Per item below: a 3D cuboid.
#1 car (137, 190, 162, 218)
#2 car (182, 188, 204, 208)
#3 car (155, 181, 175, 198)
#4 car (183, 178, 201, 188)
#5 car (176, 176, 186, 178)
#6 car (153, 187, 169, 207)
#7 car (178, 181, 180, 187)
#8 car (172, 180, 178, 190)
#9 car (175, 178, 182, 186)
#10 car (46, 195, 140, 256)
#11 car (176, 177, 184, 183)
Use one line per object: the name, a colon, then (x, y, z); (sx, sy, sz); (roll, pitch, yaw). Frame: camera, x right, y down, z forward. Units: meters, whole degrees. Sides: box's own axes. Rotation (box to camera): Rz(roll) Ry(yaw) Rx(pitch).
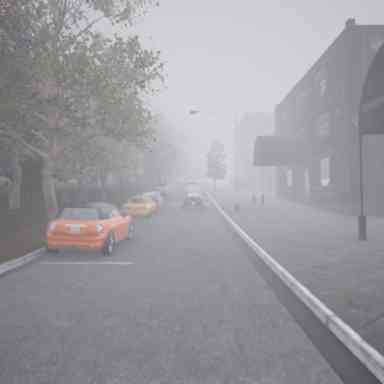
car: (-3.627, 0.914, 23.697); (1.946, 1.575, 5.366); (1, 2, 2)
car: (0.104, 0.666, 30.514); (1.812, 1.442, 4.674); (0, 3, 0)
car: (-3.649, -0.067, 40.545); (2.185, 1.767, 4.553); (0, 3, 2)
car: (0.107, -0.697, 48.933); (2.150, 2.045, 5.566); (0, 3, 0)
car: (-3.641, -2.959, 90.627); (2.097, 1.535, 5.008); (0, 3, 2)
car: (-3.630, 0.676, 29.432); (2.231, 1.521, 4.892); (1, 3, 2)
car: (-3.646, -0.602, 51.700); (2.231, 1.521, 4.892); (0, 3, 2)
car: (-3.649, -0.396, 46.106); (2.185, 1.767, 4.553); (0, 3, 2)
car: (-3.637, -1.283, 63.014); (1.946, 1.575, 5.366); (0, 3, 2)
car: (-3.626, 1.160, 12.678); (2.185, 1.767, 4.553); (2, 2, 2)
car: (-3.642, -1.913, 73.982); (2.163, 1.488, 4.792); (0, 3, 2)
